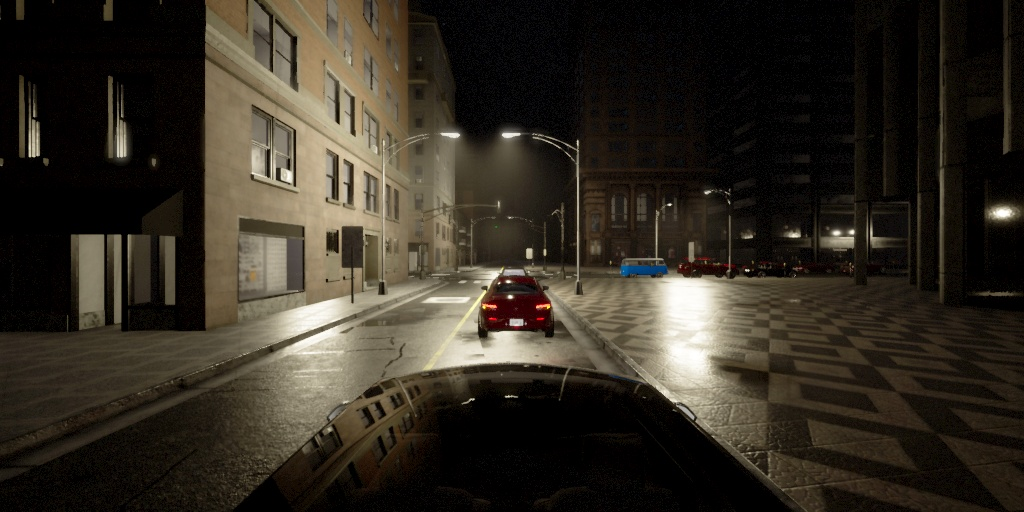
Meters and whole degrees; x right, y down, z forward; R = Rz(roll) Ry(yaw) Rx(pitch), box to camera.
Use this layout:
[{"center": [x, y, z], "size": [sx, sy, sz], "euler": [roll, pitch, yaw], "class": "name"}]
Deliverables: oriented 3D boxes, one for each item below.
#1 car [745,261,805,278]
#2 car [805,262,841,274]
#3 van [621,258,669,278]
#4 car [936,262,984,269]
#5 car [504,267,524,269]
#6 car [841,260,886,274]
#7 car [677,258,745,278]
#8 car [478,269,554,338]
[{"center": [23.018, 1.325, 32.044], "size": [4.313, 1.339, 1.948], "euler": [0, 0, -1], "class": "car"}, {"center": [34.193, 1.330, 40.737], "size": [4.207, 1.307, 1.802], "euler": [0, 0, -1], "class": "car"}, {"center": [11.737, 1.104, 31.876], "size": [3.998, 1.789, 1.690], "euler": [0, 0, -1], "class": "van"}, {"center": [39.935, 1.190, 32.296], "size": [4.097, 1.591, 1.967], "euler": [0, 0, -1], "class": "car"}, {"center": [0.107, 1.302, 19.932], "size": [1.994, 1.385, 4.181], "euler": [0, 0, 0], "class": "car"}, {"center": [39.832, 1.184, 40.822], "size": [4.097, 1.591, 1.967], "euler": [0, 0, -1], "class": "car"}, {"center": [17.378, 1.077, 31.960], "size": [5.009, 1.841, 2.192], "euler": [0, 0, -1], "class": "car"}, {"center": [0.094, 1.271, 10.060], "size": [1.812, 1.442, 4.674], "euler": [0, 0, 0], "class": "car"}]
